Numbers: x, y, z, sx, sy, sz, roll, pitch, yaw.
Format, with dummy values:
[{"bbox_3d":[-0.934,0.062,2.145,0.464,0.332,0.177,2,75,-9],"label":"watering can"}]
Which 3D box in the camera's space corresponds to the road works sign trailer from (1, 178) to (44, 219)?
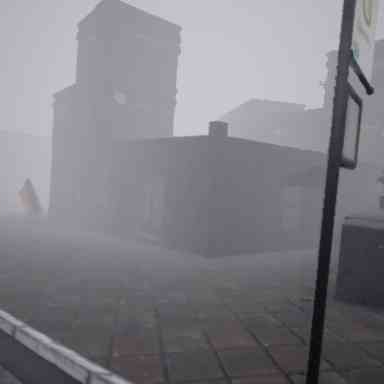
[{"bbox_3d":[-12.255,0.632,24.499,2.880,2.380,3.560,-17,-3,-39],"label":"road works sign trailer"}]
